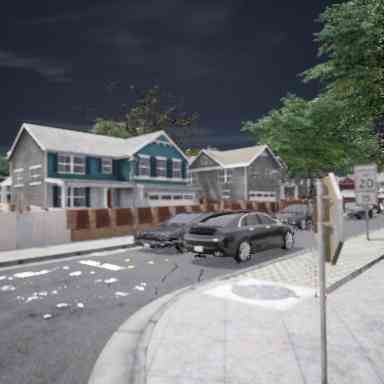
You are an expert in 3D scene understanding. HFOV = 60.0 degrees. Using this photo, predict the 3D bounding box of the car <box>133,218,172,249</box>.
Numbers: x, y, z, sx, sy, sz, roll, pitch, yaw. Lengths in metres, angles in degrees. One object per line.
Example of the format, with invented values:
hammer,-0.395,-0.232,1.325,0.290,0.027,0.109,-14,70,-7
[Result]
car,0.156,1.536,13.985,2.033,1.411,5.357,-3,-2,42

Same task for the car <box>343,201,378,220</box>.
car,14.010,1.540,28.535,1.812,1.442,4.674,-3,-2,45

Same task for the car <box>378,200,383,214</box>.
car,21.400,1.528,35.732,4.892,1.490,1.837,0,-2,-44

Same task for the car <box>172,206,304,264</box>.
car,1.797,1.395,11.410,1.837,1.490,4.892,-3,-2,42

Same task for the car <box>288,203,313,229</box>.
car,6.876,1.509,21.219,1.837,1.490,4.892,-3,-2,44
